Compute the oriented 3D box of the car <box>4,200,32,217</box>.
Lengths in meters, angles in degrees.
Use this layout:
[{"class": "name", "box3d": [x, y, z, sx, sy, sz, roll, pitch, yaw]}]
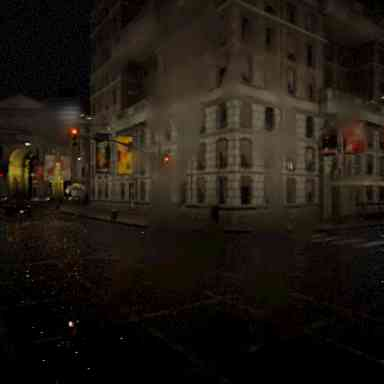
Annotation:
[{"class": "car", "box3d": [-16.762, 1.517, 32.026, 1.837, 1.490, 4.892, 0, 0, -35]}]
